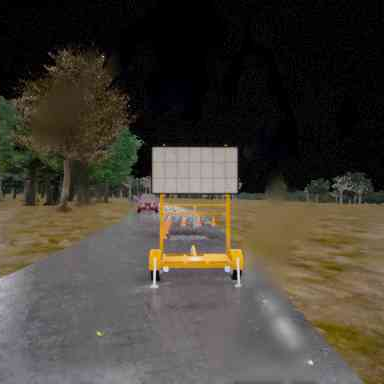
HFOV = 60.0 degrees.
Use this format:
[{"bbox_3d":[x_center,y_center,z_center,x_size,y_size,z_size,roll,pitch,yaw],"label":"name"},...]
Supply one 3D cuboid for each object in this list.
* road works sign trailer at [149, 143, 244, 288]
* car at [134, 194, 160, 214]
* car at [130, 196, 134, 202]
[{"bbox_3d":[0.077,0.464,9.245,2.380,3.560,2.880,0,0,-2],"label":"road works sign trailer"},{"bbox_3d":[-4.748,1.224,36.012,2.150,2.045,5.566,0,0,-7],"label":"car"},{"bbox_3d":[-14.509,1.644,83.390,1.812,1.442,4.674,0,0,-17],"label":"car"}]
